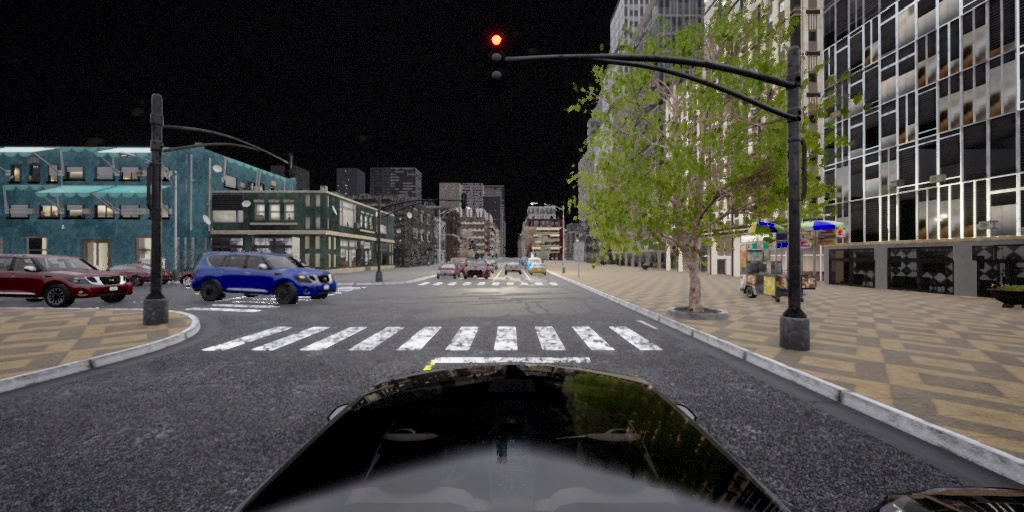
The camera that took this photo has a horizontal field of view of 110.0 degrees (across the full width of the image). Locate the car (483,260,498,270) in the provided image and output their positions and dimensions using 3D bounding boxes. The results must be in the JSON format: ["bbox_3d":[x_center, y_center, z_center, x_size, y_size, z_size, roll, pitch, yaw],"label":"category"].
[{"bbox_3d":[-3.062,1.280,52.197,1.812,1.442,4.674,0,0,0],"label":"car"}]

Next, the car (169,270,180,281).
[{"bbox_3d":[-17.265,1.121,21.502,4.507,1.381,1.888,0,0,-1],"label":"car"}]

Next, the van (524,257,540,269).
[{"bbox_3d":[2.715,1.094,43.604,1.690,1.789,3.998,0,0,0],"label":"van"}]

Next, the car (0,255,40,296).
[{"bbox_3d":[-24.256,0.814,15.622,4.553,1.767,2.097,1,0,-1],"label":"car"}]

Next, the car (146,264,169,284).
[{"bbox_3d":[-22.809,1.089,21.427,4.207,1.307,1.802,0,0,-1],"label":"car"}]

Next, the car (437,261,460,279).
[{"bbox_3d":[-5.672,1.334,32.504,1.802,1.307,4.207,0,0,0],"label":"car"}]

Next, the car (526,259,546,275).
[{"bbox_3d":[2.711,1.278,38.223,1.751,1.417,4.829,0,0,0],"label":"car"}]

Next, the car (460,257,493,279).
[{"bbox_3d":[-3.082,1.104,32.201,2.097,1.767,4.553,0,0,0],"label":"car"}]

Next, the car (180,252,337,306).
[{"bbox_3d":[-10.410,0.875,15.206,5.566,2.045,2.150,1,0,8],"label":"car"}]

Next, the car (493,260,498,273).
[{"bbox_3d":[-3.077,1.317,42.115,1.994,1.385,4.181,0,0,0],"label":"car"}]

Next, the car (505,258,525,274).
[{"bbox_3d":[0.127,1.300,41.108,2.033,1.411,5.357,0,0,0],"label":"car"}]

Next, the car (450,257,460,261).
[{"bbox_3d":[-5.669,1.067,38.055,2.192,1.841,5.009,0,0,0],"label":"car"}]

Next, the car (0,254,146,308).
[{"bbox_3d":[-17.151,0.849,13.122,5.009,1.841,2.192,0,0,-1],"label":"car"}]
